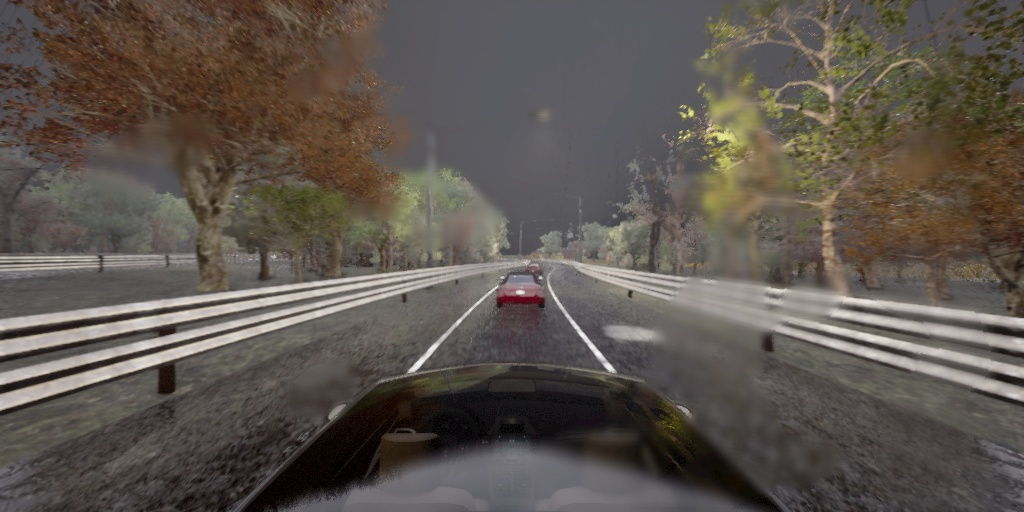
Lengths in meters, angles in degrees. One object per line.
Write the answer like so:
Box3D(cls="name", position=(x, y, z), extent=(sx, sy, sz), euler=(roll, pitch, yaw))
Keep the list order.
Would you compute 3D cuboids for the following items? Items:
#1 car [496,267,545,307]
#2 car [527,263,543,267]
Box3D(cls="car", position=(0.419, 1.375, 15.820), extent=(1.994, 1.385, 4.181), euler=(0, 0, 3))
Box3D(cls="car", position=(2.648, 1.477, 41.870), extent=(1.812, 1.442, 4.674), euler=(0, 0, 7))
